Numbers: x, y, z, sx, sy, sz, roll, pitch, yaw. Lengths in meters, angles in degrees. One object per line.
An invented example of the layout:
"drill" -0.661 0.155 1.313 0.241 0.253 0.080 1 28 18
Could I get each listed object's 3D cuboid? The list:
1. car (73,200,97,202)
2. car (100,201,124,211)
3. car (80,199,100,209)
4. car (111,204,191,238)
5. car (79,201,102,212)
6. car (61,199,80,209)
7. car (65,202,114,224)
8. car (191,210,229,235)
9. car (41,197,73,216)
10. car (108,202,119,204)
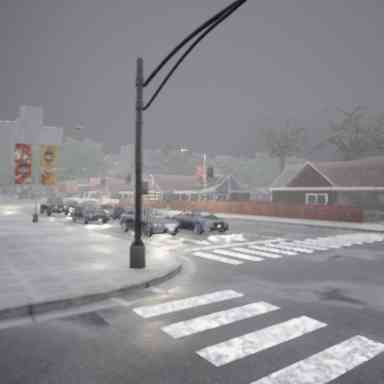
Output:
"car" -11.626 1.878 37.713 1.837 1.490 4.892 1 -1 -35
"car" -11.990 2.110 49.620 1.895 1.301 4.718 1 -1 -35
"car" -17.765 2.042 57.702 1.882 1.535 5.008 1 -1 -35
"car" -2.526 1.701 19.280 2.128 1.511 4.902 1 -1 -37
"car" -14.691 1.996 47.831 1.812 1.442 4.674 1 -1 -35
"car" -20.413 2.030 55.817 1.837 1.490 4.892 1 -1 -35
"car" -8.665 1.822 27.922 2.033 1.411 5.357 1 -1 -36
"car" 0.407 1.809 20.782 1.994 1.385 4.181 1 -1 -36
"car" -15.531 1.566 37.604 2.150 2.045 5.566 1 -1 -35
"car" -5.546 1.856 29.146 2.033 1.411 5.357 1 -1 -36
